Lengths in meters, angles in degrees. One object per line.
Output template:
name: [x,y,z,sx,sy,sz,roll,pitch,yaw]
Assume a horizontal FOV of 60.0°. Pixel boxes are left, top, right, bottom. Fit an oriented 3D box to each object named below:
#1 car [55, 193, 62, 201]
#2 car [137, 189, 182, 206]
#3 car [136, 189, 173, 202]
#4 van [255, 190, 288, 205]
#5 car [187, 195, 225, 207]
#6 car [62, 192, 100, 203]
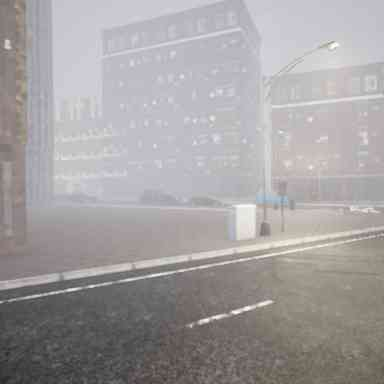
car: [-17.322,0.706,47.226,4.718,1.301,1.895,1,1,24]
car: [-3.652,0.651,38.542,5.009,1.841,2.192,1,0,23]
car: [-5.451,0.478,48.419,5.009,1.841,2.192,1,0,23]
van: [10.091,0.706,41.790,3.998,1.788,1.690,1,0,23]
car: [1.525,0.986,36.332,4.206,1.307,1.802,1,0,23]
car: [-14.022,0.742,42.963,4.507,1.381,1.887,1,0,23]
